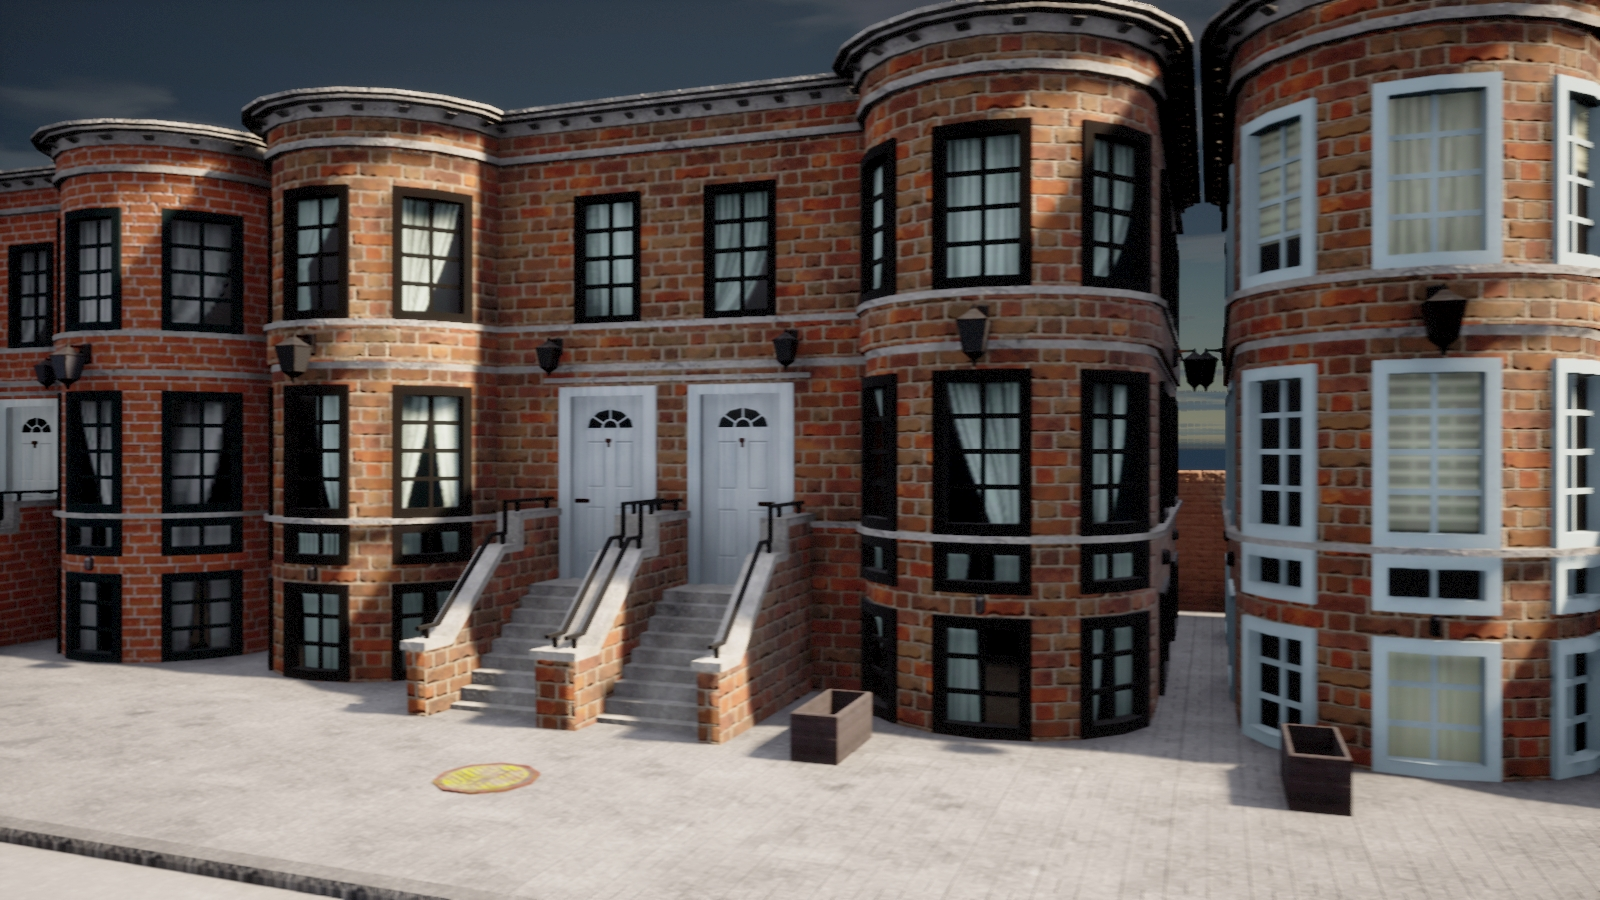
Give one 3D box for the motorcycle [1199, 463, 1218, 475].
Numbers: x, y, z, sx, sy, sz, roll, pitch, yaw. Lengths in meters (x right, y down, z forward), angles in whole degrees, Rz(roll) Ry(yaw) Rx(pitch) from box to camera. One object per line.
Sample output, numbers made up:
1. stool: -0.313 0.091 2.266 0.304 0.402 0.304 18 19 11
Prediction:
1. motorcycle: 42.471 1.962 118.782 1.805 1.236 0.856 0 0 20
